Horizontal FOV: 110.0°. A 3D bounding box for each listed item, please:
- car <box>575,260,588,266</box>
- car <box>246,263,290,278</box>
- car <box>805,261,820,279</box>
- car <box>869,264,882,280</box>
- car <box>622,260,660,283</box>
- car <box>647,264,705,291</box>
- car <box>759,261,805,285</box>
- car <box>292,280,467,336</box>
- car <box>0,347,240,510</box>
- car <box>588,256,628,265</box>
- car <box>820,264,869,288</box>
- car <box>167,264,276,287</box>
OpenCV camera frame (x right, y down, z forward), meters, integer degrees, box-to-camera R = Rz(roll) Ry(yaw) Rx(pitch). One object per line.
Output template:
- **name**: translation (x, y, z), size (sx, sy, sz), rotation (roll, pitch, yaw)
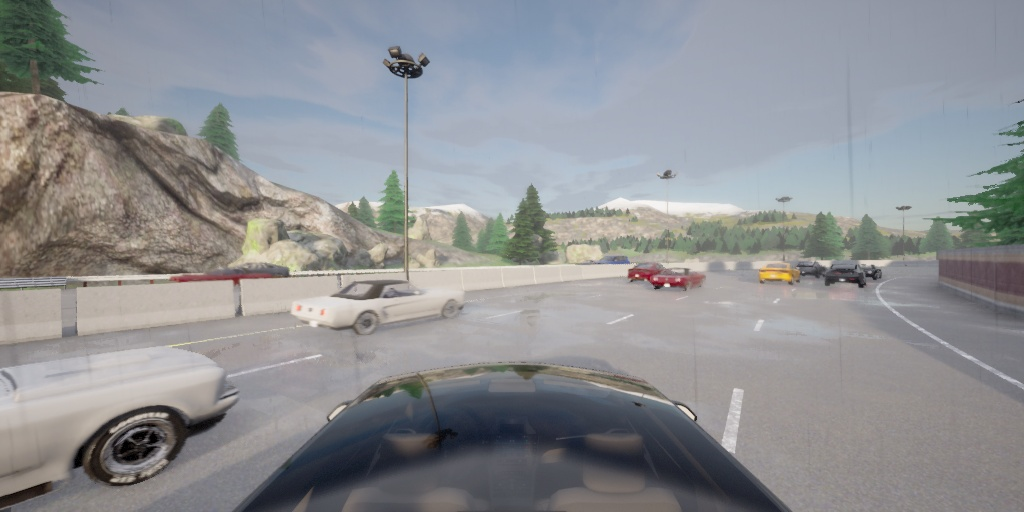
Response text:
- **car**: translation (10.056, 1.243, 46.179), size (4.902, 1.511, 2.128), rotation (0, 0, -41)
- **car**: translation (-18.635, 1.241, 25.578), size (2.128, 1.511, 4.902), rotation (0, 0, 37)
- **car**: translation (27.658, 1.241, 33.234), size (4.902, 1.511, 2.128), rotation (0, 0, -39)
- **car**: translation (30.409, 1.351, 30.977), size (4.718, 1.301, 1.895), rotation (0, 0, -39)
- **car**: translation (10.603, 1.227, 27.236), size (1.882, 1.535, 5.008), rotation (0, 0, 44)
- **car**: translation (10.169, 1.351, 21.737), size (1.895, 1.301, 4.718), rotation (0, 0, 42)
- **car**: translation (19.726, 1.228, 26.350), size (5.008, 1.535, 1.882), rotation (0, 0, -44)
- **car**: translation (-3.511, 1.351, 10.490), size (1.895, 1.301, 4.718), rotation (0, 0, 36)
- **car**: translation (-4.838, 1.350, 2.343), size (1.895, 1.301, 4.718), rotation (0, 0, 33)
- **car**: translation (12.011, 0.974, 43.245), size (5.566, 2.045, 2.150), rotation (0, 0, -41)
- **car**: translation (22.476, 1.255, 24.136), size (4.892, 1.490, 1.837), rotation (0, 0, -43)
- **car**: translation (-17.345, 1.351, 21.488), size (1.895, 1.301, 4.718), rotation (0, 0, 36)
